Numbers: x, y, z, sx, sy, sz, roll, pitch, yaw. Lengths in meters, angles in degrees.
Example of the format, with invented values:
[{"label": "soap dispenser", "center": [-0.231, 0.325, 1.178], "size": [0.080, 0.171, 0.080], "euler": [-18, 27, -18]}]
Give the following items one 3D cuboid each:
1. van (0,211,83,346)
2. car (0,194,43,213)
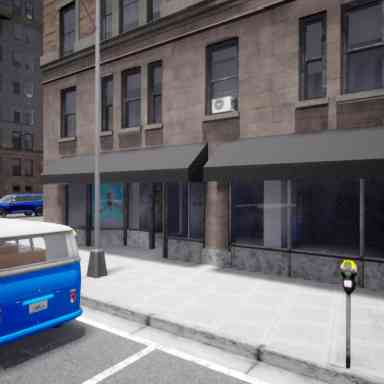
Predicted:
[{"label": "van", "center": [-3.622, 1.341, 5.660], "size": [3.998, 1.788, 1.690], "euler": [0, 0, 36]}, {"label": "car", "center": [-15.445, 1.213, 29.368], "size": [2.150, 2.045, 5.566], "euler": [0, 0, 35]}]
